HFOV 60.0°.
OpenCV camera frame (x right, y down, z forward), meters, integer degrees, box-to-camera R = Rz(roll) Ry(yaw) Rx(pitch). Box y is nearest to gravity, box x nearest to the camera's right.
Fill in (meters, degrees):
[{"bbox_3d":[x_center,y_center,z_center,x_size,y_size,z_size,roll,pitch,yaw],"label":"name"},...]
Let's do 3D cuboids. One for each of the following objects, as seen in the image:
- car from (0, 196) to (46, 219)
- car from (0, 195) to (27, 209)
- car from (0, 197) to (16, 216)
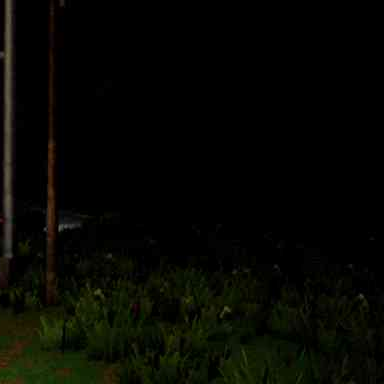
[{"bbox_3d":[-8.434,1.197,15.275,2.097,1.767,4.553,0,0,-3],"label":"car"},{"bbox_3d":[-21.890,1.115,40.143,5.008,1.535,1.882,1,0,43],"label":"car"},{"bbox_3d":[-16.845,1.228,29.201,1.837,1.490,4.892,0,0,-35],"label":"car"}]
